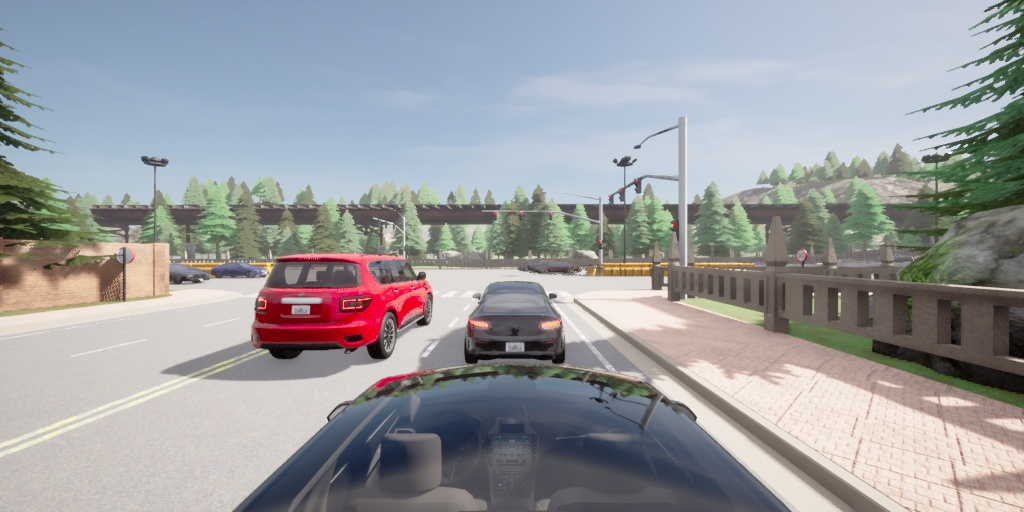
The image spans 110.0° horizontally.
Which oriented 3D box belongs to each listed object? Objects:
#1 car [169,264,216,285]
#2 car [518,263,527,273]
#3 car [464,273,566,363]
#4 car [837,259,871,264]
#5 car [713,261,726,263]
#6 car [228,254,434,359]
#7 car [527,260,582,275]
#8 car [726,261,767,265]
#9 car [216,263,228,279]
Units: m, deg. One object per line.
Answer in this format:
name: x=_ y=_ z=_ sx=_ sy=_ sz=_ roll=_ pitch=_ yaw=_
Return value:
car: x=-24.846 y=1.297 z=25.595 sx=5.357 sy=1.411 sz=2.033 roll=0 pitch=0 yaw=0
car: x=3.152 y=1.241 z=43.172 sx=4.902 sy=1.511 sz=2.128 roll=0 pitch=0 yaw=0
car: x=0.062 y=1.276 z=7.980 sx=1.812 sy=1.442 sz=4.674 roll=0 pitch=0 yaw=0
car: x=39.552 y=1.067 z=43.068 sx=4.674 sy=1.442 sz=1.812 roll=-2 pitch=0 yaw=0
car: x=27.000 y=1.298 z=46.581 sx=5.357 sy=1.411 sz=2.033 roll=0 pitch=0 yaw=0
car: x=-3.441 y=0.971 z=8.531 sx=2.150 sy=2.045 sz=5.566 roll=0 pitch=0 yaw=0
car: x=4.793 y=1.297 z=38.899 sx=5.357 sy=1.411 sz=2.033 roll=0 pitch=0 yaw=-13
car: x=27.214 y=1.298 z=39.580 sx=5.357 sy=1.411 sz=2.033 roll=0 pitch=0 yaw=0
car: x=-24.700 y=1.276 z=32.594 sx=4.674 sy=1.442 sz=1.812 roll=0 pitch=0 yaw=0
